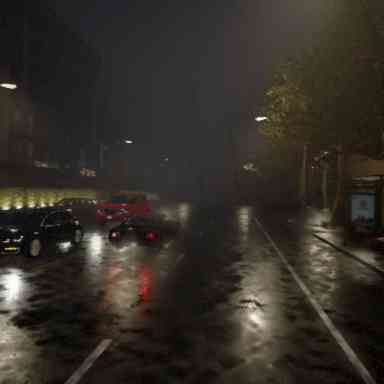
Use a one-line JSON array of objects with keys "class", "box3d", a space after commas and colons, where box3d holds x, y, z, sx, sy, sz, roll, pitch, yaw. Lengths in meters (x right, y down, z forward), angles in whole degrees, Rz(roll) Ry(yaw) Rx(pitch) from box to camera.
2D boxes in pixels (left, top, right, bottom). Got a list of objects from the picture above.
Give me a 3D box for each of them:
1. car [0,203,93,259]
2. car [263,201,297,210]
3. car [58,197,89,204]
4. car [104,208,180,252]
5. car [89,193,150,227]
[{"class": "car", "box3d": [-5.660, 1.367, 12.173, 1.837, 1.490, 4.892, 1, 0, 8]}, {"class": "car", "box3d": [12.062, 1.835, 45.378, 4.718, 1.301, 1.895, 1, 0, -25]}, {"class": "car", "box3d": [-7.872, 1.155, 21.816, 2.097, 1.767, 4.553, 1, 0, 8]}, {"class": "car", "box3d": [-1.731, 1.550, 13.804, 1.895, 1.301, 4.718, 1, 0, 8]}, {"class": "car", "box3d": [-4.343, 1.105, 21.758, 2.150, 2.045, 5.566, 1, 0, 8]}]
